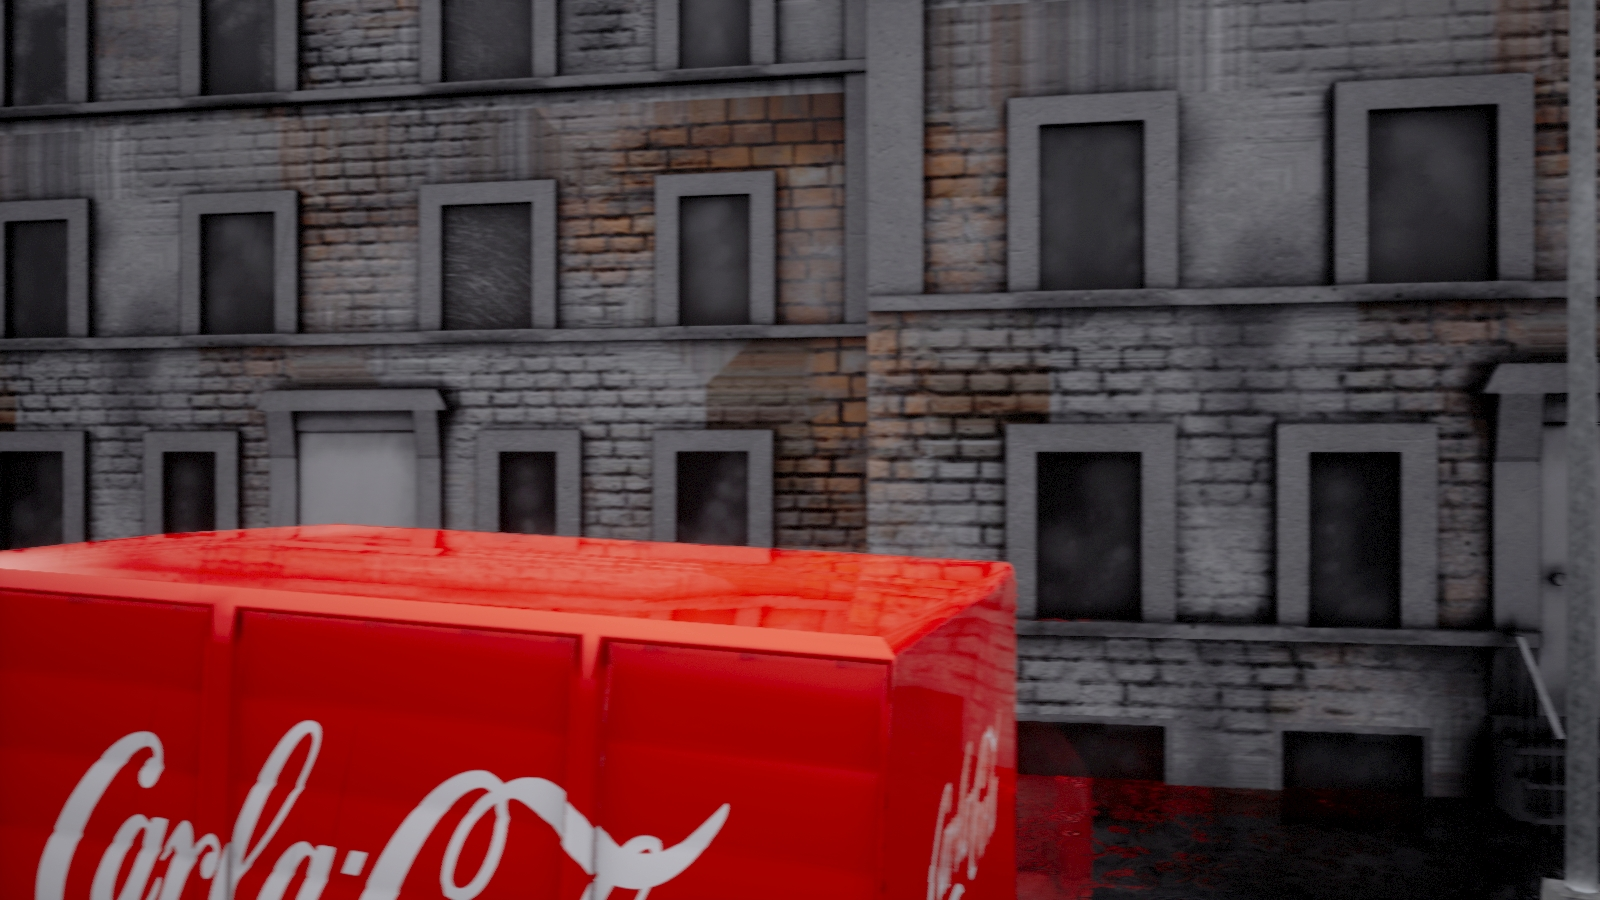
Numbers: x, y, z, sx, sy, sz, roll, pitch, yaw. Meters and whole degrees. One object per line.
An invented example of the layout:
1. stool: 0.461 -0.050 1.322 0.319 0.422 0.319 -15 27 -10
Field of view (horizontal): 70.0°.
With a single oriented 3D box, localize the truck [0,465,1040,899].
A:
1. truck: -1.913 1.361 4.367 5.204 2.467 2.627 1 0 19
